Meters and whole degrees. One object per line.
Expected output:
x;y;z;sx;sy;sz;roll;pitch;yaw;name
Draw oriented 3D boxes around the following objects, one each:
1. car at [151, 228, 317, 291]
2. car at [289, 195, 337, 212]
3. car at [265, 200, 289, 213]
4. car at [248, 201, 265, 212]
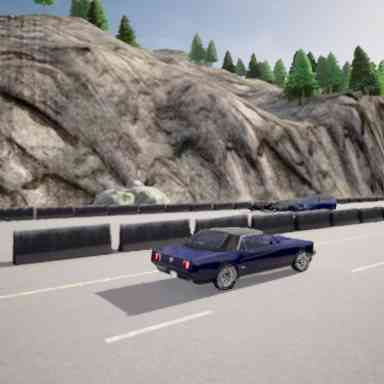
1.351;1.638;9.145;4.718;1.301;1.895;0;0;-37;car
13.362;1.357;35.719;5.566;2.045;2.150;0;0;-37;car
11.297;1.659;38.542;5.357;1.411;2.033;0;0;-37;car
9.179;1.801;41.328;4.718;1.301;1.895;0;0;-37;car
